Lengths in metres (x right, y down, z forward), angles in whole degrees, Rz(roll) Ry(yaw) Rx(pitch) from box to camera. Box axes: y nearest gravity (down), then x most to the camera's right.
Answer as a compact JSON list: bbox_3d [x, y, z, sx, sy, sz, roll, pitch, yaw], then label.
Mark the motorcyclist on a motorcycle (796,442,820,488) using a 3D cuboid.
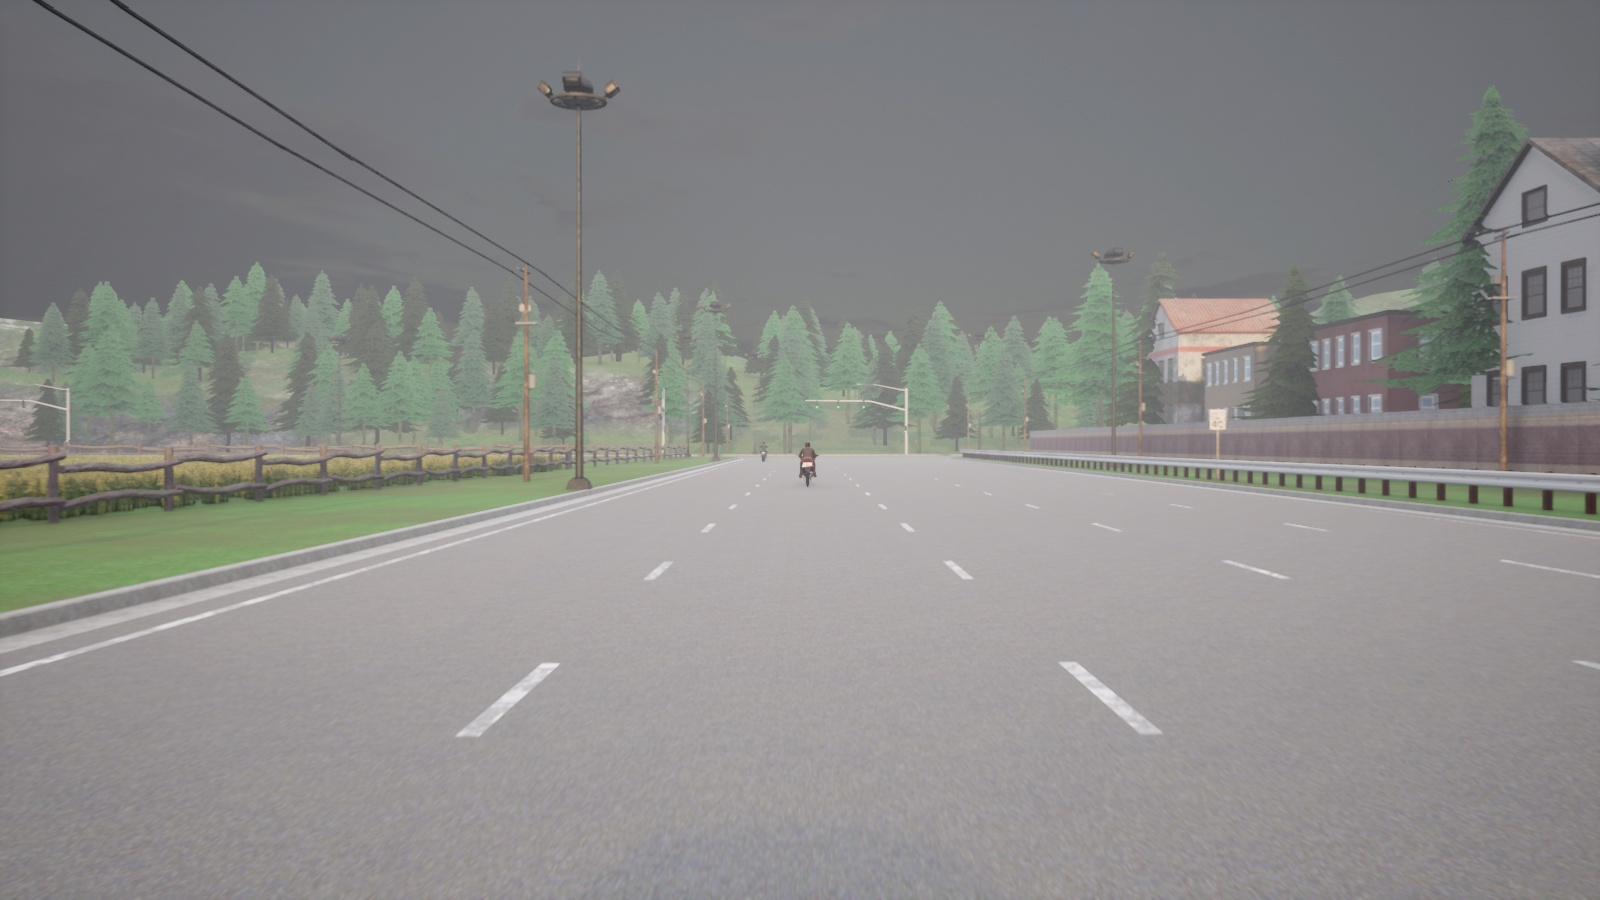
[{"bbox_3d":[0.260,0.487,42.863,0.797,1.523,2.044,0,0,0],"label":"motorcyclist on a motorcycle"}]
